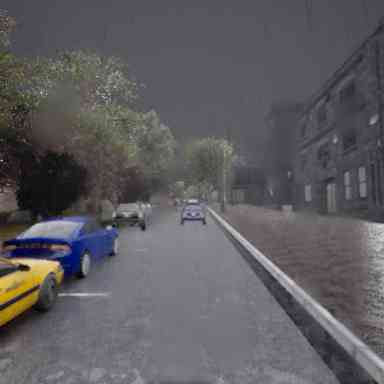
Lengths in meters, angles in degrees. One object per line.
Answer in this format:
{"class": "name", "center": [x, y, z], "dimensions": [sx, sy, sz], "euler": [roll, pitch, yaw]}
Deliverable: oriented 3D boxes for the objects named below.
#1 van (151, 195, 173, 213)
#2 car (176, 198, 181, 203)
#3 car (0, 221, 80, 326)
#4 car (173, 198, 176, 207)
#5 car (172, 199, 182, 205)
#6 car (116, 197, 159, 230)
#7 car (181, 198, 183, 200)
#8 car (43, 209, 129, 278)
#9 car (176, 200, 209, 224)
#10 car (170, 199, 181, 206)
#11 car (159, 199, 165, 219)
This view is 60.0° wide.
{"class": "van", "center": [-3.667, 1.315, 38.181], "dimensions": [1.878, 1.987, 4.442], "euler": [0, 0, 2]}
{"class": "car", "center": [-3.663, 1.875, 60.337], "dimensions": [2.163, 1.488, 4.792], "euler": [1, -2, 2]}
{"class": "car", "center": [-3.648, 1.483, 4.826], "dimensions": [1.946, 1.575, 5.366], "euler": [0, 0, 2]}
{"class": "car", "center": [-3.674, 1.425, 43.603], "dimensions": [2.185, 1.767, 4.553], "euler": [0, 0, 2]}
{"class": "car", "center": [-3.685, 2.517, 82.605], "dimensions": [2.163, 1.488, 4.792], "euler": [0, -1, 2]}
{"class": "car", "center": [-3.665, 1.386, 21.321], "dimensions": [2.185, 1.767, 4.553], "euler": [0, 0, 2]}
{"class": "car", "center": [-3.670, 2.166, 71.443], "dimensions": [2.097, 1.535, 5.008], "euler": [1, -2, 2]}
{"class": "car", "center": [-3.658, 1.493, 10.205], "dimensions": [2.097, 1.535, 5.008], "euler": [0, 0, 2]}
{"class": "car", "center": [0.087, 1.586, 25.264], "dimensions": [2.033, 1.411, 5.357], "euler": [0, 0, 0]}
{"class": "car", "center": [-3.679, 2.326, 77.002], "dimensions": [2.097, 1.535, 5.008], "euler": [0, -1, 2]}
{"class": "car", "center": [-3.665, 1.561, 26.920], "dimensions": [2.002, 1.452, 4.674], "euler": [0, 0, 2]}
